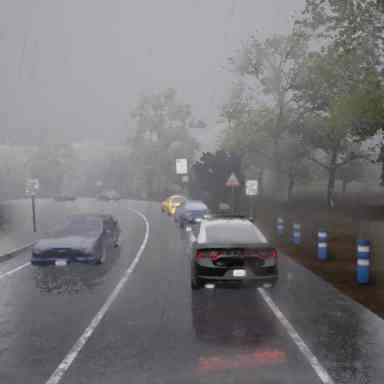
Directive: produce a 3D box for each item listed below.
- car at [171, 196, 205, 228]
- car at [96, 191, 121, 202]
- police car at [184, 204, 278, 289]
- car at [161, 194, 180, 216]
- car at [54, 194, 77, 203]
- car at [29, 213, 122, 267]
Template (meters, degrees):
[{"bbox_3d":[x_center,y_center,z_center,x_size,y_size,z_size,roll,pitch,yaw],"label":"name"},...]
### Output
[{"bbox_3d":[0.037,1.201,19.362,1.812,1.442,4.674,-1,2,-8],"label":"car"},{"bbox_3d":[-11.735,0.608,46.443,2.033,1.411,5.357,-5,3,-35],"label":"car"},{"bbox_3d":[0.866,1.369,9.187,1.930,1.638,5.238,0,1,-2],"label":"police car"},{"bbox_3d":[-1.217,0.936,25.693,1.801,1.575,5.366,-2,2,-14],"label":"car"},{"bbox_3d":[-19.125,0.907,50.223,1.895,1.301,4.718,-6,3,-42],"label":"car"},{"bbox_3d":[-3.653,1.468,11.533,2.033,1.411,5.357,0,1,-3],"label":"car"}]
